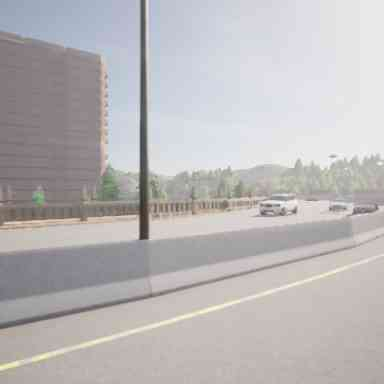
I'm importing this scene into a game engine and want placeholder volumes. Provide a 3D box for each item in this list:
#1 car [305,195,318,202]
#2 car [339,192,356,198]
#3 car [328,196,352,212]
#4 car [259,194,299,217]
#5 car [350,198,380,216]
[{"bbox_3d":[25.046,1.374,69.754,1.882,1.535,5.008,0,0,10],"label":"car"},{"bbox_3d":[31.957,1.080,68.653,2.150,2.045,5.566,0,0,10],"label":"car"},{"bbox_3d":[17.355,1.489,39.229,1.812,1.442,4.674,0,0,30],"label":"car"},{"bbox_3d":[8.555,1.207,32.245,2.150,2.045,5.566,0,0,37],"label":"car"},{"bbox_3d":[16.476,1.490,31.335,1.812,1.442,4.674,0,0,34],"label":"car"}]
